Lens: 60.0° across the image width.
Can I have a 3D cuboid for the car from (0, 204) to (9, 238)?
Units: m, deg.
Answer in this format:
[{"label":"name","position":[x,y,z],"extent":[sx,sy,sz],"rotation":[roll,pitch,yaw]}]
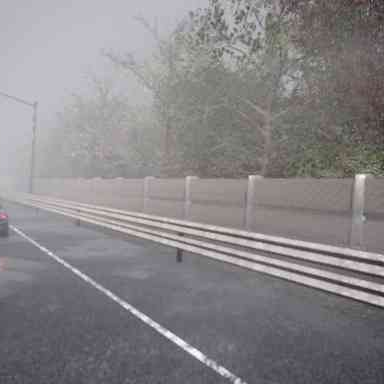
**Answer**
[{"label":"car","position":[-9.373,0.894,14.421],"extent":[2.097,1.767,4.553],"rotation":[3,0,-37]}]
